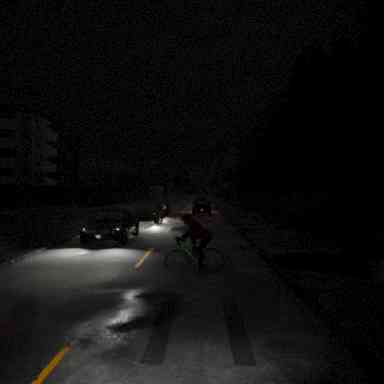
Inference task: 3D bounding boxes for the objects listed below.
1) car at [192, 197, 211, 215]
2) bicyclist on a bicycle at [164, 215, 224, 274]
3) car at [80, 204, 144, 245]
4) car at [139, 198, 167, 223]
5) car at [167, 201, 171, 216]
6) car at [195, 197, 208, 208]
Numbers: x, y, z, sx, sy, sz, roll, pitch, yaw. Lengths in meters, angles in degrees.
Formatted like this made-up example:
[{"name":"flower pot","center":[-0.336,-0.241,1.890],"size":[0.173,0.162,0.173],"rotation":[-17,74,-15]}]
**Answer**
[{"name":"car","center":[0.992,1.525,33.800],"size":[1.812,1.442,4.674],"rotation":[0,0,2]},{"name":"bicyclist on a bicycle","center":[0.046,1.445,9.130],"size":[1.656,1.620,0.582],"rotation":[-2,0,2]},{"name":"car","center":[-3.701,1.525,15.676],"size":[1.812,1.442,4.674],"rotation":[0,0,2]},{"name":"car","center":[-3.342,1.477,25.584],"size":[1.882,1.535,5.008],"rotation":[0,0,2]},{"name":"car","center":[-3.234,1.351,31.730],"size":[2.097,1.767,4.553],"rotation":[0,0,2]},{"name":"car","center":[1.392,1.504,48.435],"size":[1.837,1.490,4.892],"rotation":[0,0,2]}]
